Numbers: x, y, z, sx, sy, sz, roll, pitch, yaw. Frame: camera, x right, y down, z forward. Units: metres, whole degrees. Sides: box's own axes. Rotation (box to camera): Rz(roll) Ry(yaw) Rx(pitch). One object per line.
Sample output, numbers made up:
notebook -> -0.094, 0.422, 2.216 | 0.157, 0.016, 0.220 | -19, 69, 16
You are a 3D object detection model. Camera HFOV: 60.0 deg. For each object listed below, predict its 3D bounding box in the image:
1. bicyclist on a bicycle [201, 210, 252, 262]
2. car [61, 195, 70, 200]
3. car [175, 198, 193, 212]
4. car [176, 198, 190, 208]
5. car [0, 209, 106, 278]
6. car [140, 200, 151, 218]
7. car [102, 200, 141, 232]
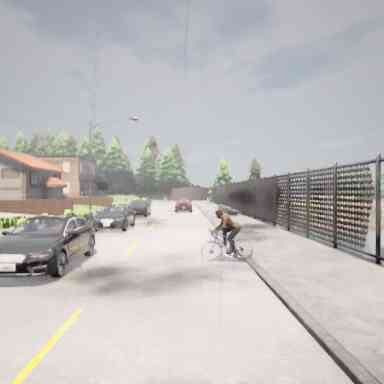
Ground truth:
bicyclist on a bicycle -> 1.071, 1.397, 10.571 | 1.656, 1.620, 0.582 | -4, 0, -2
car -> -18.499, 1.108, 45.111 | 3.633, 1.501, 1.845 | 0, 0, -2
car -> -0.936, 1.503, 37.496 | 1.812, 1.442, 4.674 | 0, 0, -1
car -> -1.277, 1.572, 48.235 | 1.895, 1.301, 4.718 | 0, 0, -1
car -> -4.342, 1.485, 10.155 | 2.128, 1.511, 4.902 | 0, 0, -2
car -> -4.885, 1.459, 30.667 | 1.882, 1.535, 5.008 | 0, 0, -1
car -> -4.617, 1.479, 20.190 | 2.128, 1.511, 4.902 | 0, 0, -2
